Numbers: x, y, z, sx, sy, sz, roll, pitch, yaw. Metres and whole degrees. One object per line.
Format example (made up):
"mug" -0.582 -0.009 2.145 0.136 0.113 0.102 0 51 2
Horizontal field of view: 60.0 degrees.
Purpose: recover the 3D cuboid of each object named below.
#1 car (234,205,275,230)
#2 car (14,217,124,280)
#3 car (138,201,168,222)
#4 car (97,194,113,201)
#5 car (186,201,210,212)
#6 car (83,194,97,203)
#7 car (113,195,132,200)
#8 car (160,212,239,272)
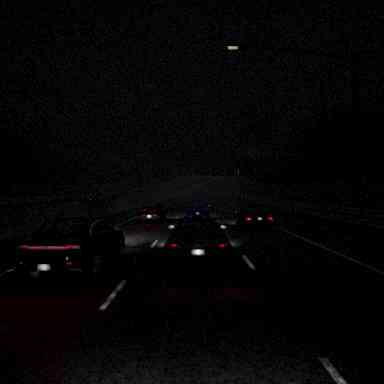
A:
"car" 3.829 1.548 21.034 2.033 1.411 5.357 0 0 1
"car" -3.330 1.489 9.948 2.128 1.511 4.902 0 0 1
"car" -3.049 1.500 26.485 1.837 1.490 4.892 0 0 1
"car" -15.747 1.223 63.120 1.837 1.490 4.892 0 1 4
"car" 0.488 1.475 27.924 1.882 1.535 5.008 0 0 1
"car" -19.221 1.214 63.553 1.837 1.490 4.892 0 1 3
"car" -12.336 1.299 61.321 2.033 1.411 5.357 0 1 3
"car" 0.181 1.563 10.818 1.994 1.385 4.181 0 0 1
